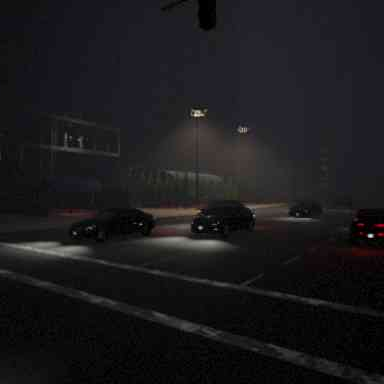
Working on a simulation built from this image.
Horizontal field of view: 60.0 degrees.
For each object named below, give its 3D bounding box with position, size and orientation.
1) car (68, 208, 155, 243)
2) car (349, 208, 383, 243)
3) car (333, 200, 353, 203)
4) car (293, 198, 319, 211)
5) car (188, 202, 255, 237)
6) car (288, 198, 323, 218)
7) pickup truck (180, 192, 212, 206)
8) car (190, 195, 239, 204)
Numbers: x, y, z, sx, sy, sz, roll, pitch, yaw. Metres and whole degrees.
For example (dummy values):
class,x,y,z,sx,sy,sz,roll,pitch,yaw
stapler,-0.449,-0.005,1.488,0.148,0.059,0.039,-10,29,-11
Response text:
class,x,y,z,sx,sy,sz,roll,pitch,yaw
car,-3.756,1.512,16.343,1.812,1.442,4.674,0,0,35
car,8.584,1.503,15.360,1.837,1.490,4.892,0,0,35
car,19.959,1.247,43.820,2.033,1.411,5.357,0,0,35
car,14.604,1.511,42.364,1.812,1.442,4.674,0,0,36
car,1.802,1.495,18.174,1.837,1.490,4.892,0,0,35
car,10.537,1.537,30.590,2.033,1.411,5.357,0,0,35
pickup truck,0.967,1.030,45.708,6.274,2.098,2.390,0,0,-24
car,2.241,1.338,24.889,2.097,1.767,4.553,0,0,35
